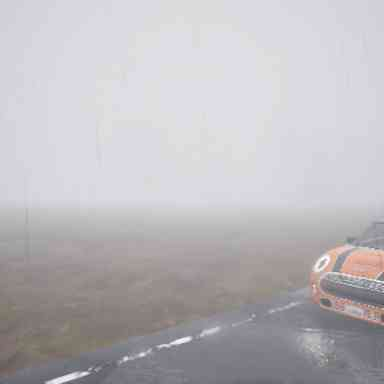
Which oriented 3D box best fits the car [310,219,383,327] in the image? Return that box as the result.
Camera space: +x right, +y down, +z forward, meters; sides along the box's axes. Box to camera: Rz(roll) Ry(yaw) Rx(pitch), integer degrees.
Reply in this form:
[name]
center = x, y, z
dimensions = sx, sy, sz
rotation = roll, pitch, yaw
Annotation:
[car]
center = 4.411, 1.327, 6.742
dimensions = 4.553, 1.767, 2.097
rotation = 0, 0, -37
